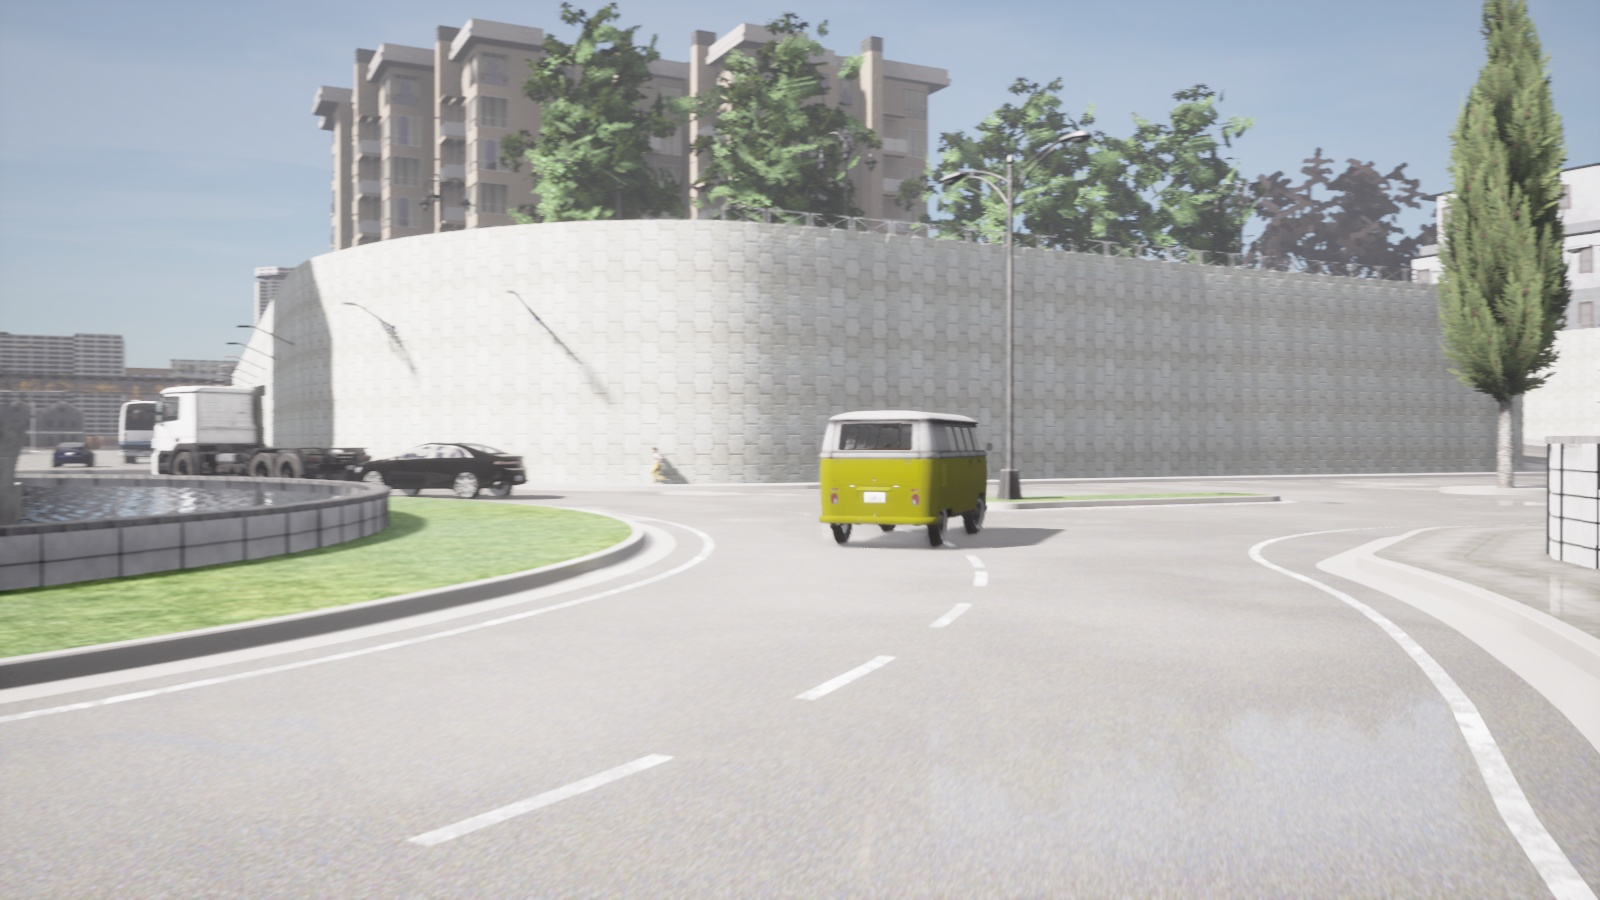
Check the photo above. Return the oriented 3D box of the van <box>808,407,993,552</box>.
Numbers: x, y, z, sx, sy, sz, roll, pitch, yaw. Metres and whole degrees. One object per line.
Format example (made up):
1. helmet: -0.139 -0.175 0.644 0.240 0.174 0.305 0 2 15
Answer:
1. van: 1.701 0.392 19.642 1.775 1.987 4.442 0 0 20

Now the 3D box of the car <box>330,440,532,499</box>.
1. car: -9.930 0.481 33.866 4.902 1.511 2.128 0 0 18

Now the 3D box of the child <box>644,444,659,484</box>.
1. child: -4.755 0.439 40.158 0.437 1.263 0.270 0 0 2

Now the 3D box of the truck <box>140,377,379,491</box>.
1. truck: -17.797 -0.522 41.222 7.936 3.462 2.891 0 0 28

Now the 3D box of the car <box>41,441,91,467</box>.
1. car: -43.253 0.200 74.121 2.163 1.488 4.792 0 0 -26
